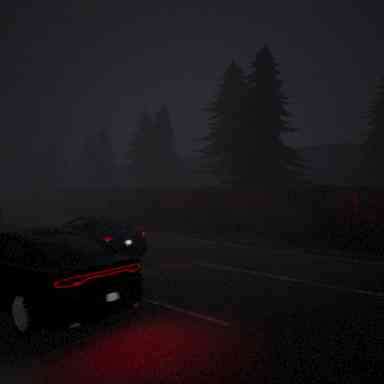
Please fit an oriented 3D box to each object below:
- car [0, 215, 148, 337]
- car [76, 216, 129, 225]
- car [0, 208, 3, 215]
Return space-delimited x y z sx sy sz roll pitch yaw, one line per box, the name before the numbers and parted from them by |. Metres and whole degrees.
car | -3.130 1.445 6.729 5.008 1.535 1.882 1 0 40
car | -3.452 1.521 11.676 4.181 1.385 1.994 1 0 42
car | -16.066 1.444 25.832 1.895 1.301 4.718 0 0 -37
